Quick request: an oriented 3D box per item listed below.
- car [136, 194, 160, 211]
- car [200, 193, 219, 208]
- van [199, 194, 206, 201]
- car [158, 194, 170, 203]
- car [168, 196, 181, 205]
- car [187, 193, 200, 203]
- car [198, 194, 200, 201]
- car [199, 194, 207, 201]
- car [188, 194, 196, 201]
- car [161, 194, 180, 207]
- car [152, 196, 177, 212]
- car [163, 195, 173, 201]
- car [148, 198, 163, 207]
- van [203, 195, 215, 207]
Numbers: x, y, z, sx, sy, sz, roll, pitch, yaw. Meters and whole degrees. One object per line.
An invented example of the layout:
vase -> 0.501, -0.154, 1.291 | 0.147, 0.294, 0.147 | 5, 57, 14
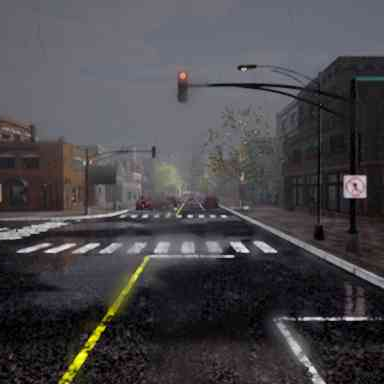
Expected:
car -> -5.725, 1.306, 41.456 | 2.192, 1.841, 5.009 | -1, 0, 0
car -> 2.651, 1.304, 47.006 | 2.192, 1.841, 5.009 | -1, 0, 0
van -> 2.623, 1.318, 85.814 | 1.690, 1.788, 3.998 | -1, 0, 0
car -> -5.746, 1.298, 69.176 | 2.192, 1.841, 5.009 | -1, 0, 0
car -> -3.046, 1.477, 58.841 | 2.128, 1.511, 4.902 | 0, 0, 0
car -> -0.051, 1.475, 67.448 | 2.128, 1.511, 4.902 | 0, 0, 0
car -> 2.641, 1.535, 63.638 | 2.008, 1.369, 4.403 | -1, 0, 0
car -> 2.627, 1.419, 80.270 | 1.967, 1.590, 4.097 | -1, 0, 0
car -> -0.058, 1.355, 77.864 | 1.882, 1.535, 5.008 | 0, 0, 0
car -> -3.104, 1.466, 48.710 | 1.882, 1.535, 5.008 | 0, 0, 0
car -> -3.123, 1.555, 38.910 | 1.994, 1.385, 4.181 | 0, 0, 0
car -> -5.752, 1.524, 80.264 | 1.887, 1.381, 4.507 | -1, 0, 0
car -> -5.731, 1.570, 52.544 | 1.802, 1.307, 4.206 | -1, 0, 0
van -> 2.647, 1.329, 52.550 | 1.690, 1.788, 3.998 | -1, 0, 0
